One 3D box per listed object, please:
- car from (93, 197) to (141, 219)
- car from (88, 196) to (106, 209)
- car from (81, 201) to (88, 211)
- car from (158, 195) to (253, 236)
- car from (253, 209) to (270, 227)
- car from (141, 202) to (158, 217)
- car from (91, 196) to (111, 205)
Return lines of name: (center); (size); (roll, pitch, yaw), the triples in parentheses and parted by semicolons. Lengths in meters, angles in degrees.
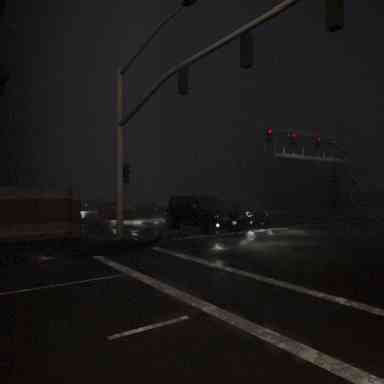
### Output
car: (-6.684, 1.478, 29.156); (1.882, 1.535, 5.008); (0, 0, -36)
car: (-12.290, 1.548, 42.965); (2.033, 1.411, 5.357); (0, 0, -36)
car: (-14.416, 1.526, 39.930); (1.812, 1.442, 4.674); (0, 0, -35)
car: (0.549, 1.224, 19.089); (2.150, 2.045, 5.566); (0, 0, -36)
car: (2.921, 1.352, 22.012); (2.097, 1.767, 4.553); (0, 0, -38)
car: (-3.718, 1.601, 31.025); (1.895, 1.301, 4.718); (0, 0, -36)
car: (-16.830, 1.478, 61.608); (1.882, 1.535, 5.008); (0, 0, -36)
